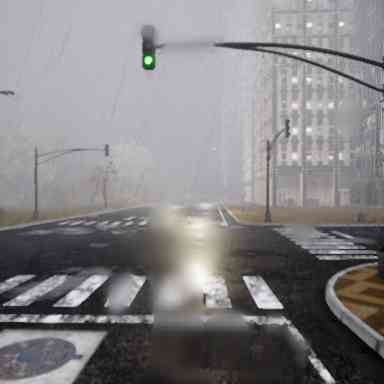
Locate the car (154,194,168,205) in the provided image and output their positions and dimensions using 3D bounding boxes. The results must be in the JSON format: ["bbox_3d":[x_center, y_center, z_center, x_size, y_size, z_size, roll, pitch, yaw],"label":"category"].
[{"bbox_3d":[-6.237,1.494,67.858,2.150,2.045,5.566,0,0,3],"label":"car"}]
